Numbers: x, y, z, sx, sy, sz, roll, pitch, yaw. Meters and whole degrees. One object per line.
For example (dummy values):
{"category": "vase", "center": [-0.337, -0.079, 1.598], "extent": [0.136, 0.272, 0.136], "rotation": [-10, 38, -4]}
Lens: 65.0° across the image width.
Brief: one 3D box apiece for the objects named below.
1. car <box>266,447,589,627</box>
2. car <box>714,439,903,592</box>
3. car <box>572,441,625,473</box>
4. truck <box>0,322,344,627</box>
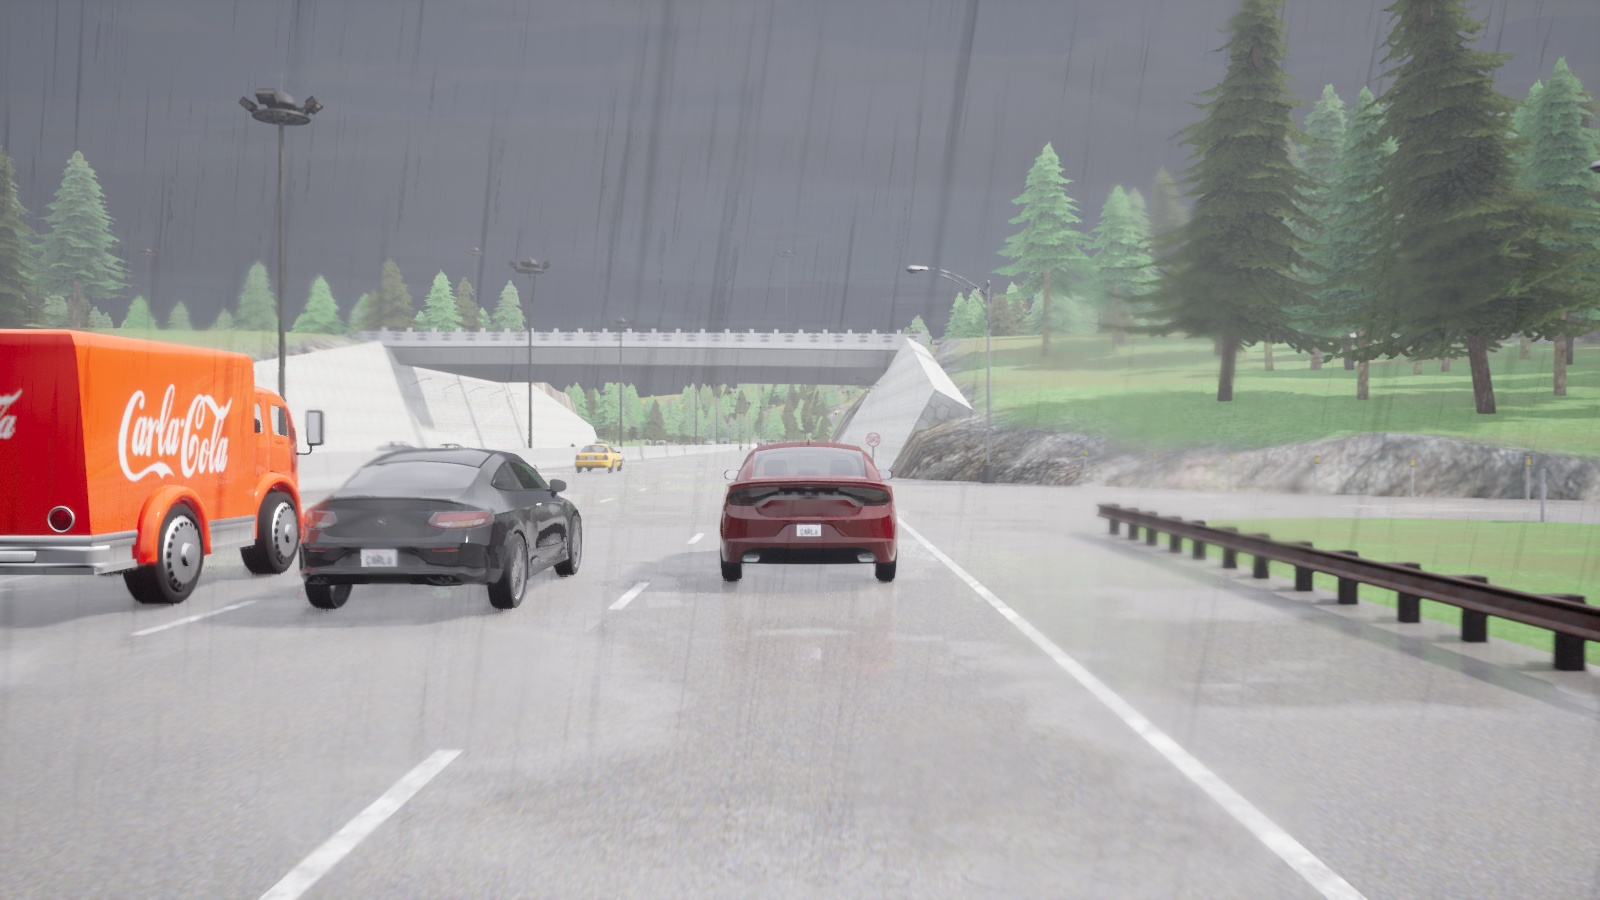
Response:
{"category": "car", "center": [-3.413, 0.699, 12.532], "extent": [1.812, 1.442, 4.674], "rotation": [0, 0, 0]}
{"category": "car", "center": [0.101, 0.639, 15.042], "extent": [1.882, 1.535, 5.008], "rotation": [0, 0, 0]}
{"category": "car", "center": [-10.123, 0.319, 63.521], "extent": [1.801, 1.575, 5.366], "rotation": [0, 0, 0]}
{"category": "truck", "center": [-6.912, 0.182, 12.775], "extent": [2.627, 2.467, 5.204], "rotation": [0, 0, 0]}
